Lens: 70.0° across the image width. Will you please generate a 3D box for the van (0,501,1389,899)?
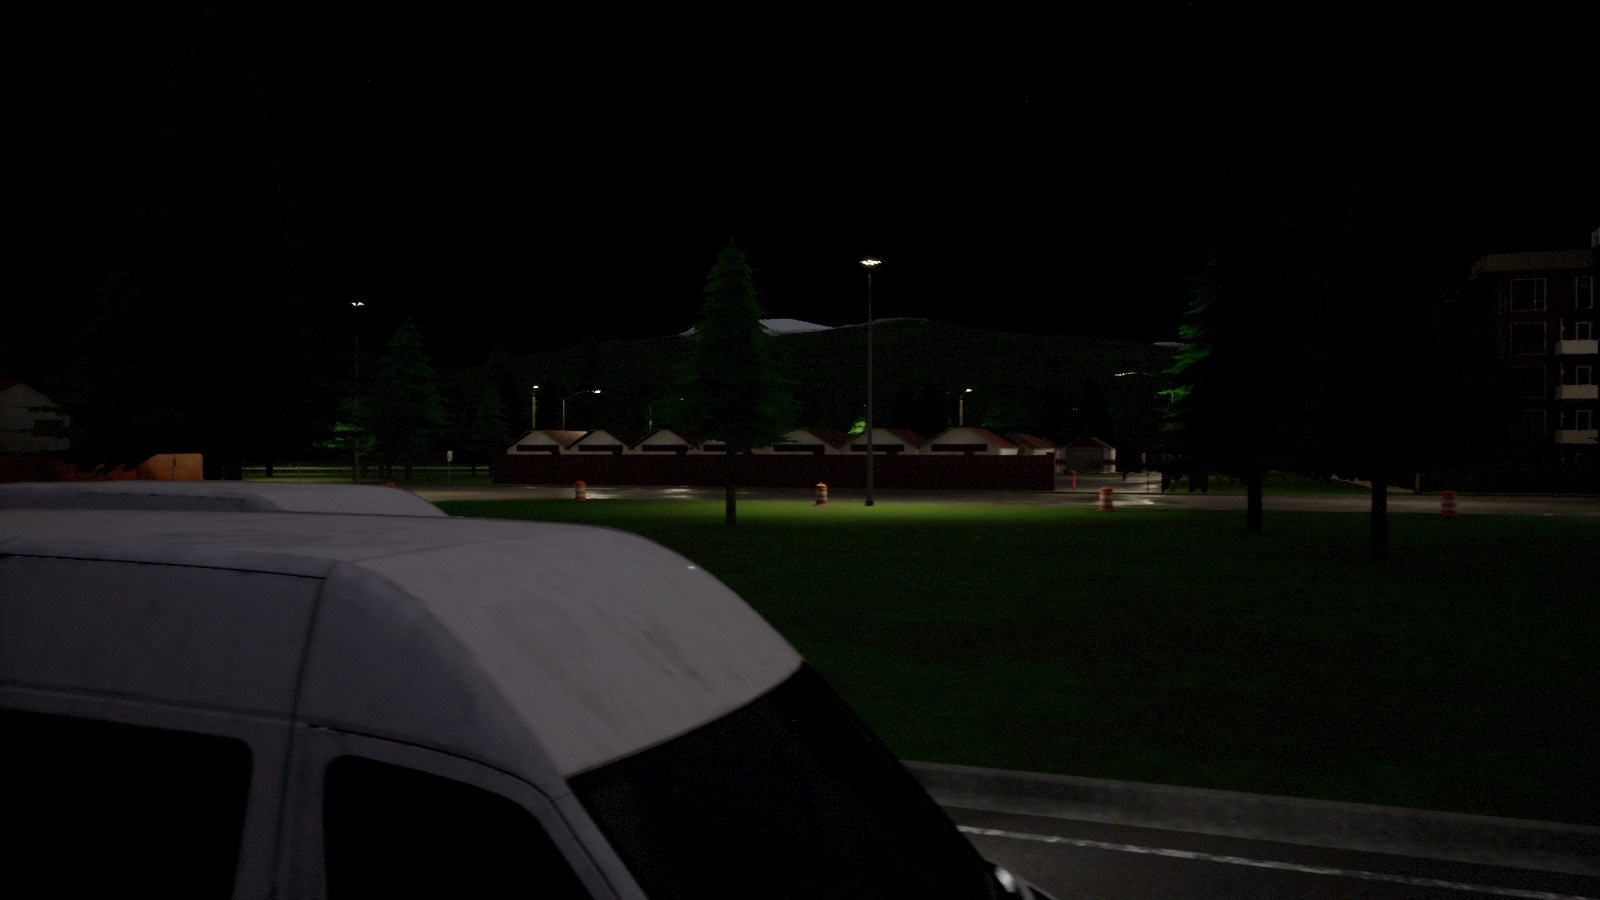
[{"bbox_3d":[-1.463,1.535,3.836,5.915,2.561,1.988,0,0,20],"label":"van"}]
